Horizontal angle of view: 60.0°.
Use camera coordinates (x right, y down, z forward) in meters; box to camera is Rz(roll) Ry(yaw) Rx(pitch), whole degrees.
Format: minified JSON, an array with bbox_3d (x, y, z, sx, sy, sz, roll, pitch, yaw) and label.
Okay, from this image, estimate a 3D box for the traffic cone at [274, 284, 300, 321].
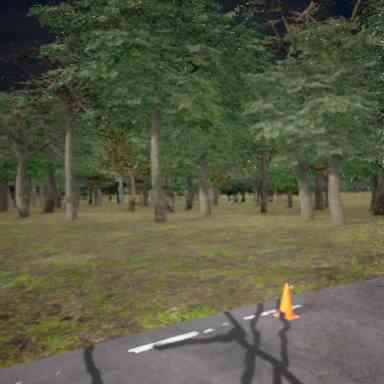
[{"bbox_3d":[1.725,1.965,6.051,0.340,0.580,0.340,0,0,-32],"label":"traffic cone"}]
